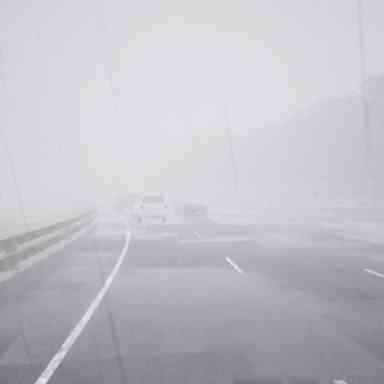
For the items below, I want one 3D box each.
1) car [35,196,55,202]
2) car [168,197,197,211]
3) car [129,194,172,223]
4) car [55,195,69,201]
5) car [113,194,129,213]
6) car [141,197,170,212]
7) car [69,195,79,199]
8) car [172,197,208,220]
[{"bbox_3d":[-34.174,1.596,76.083,4.902,1.511,2.128,-1,0,41],"label":"car"},{"bbox_3d":[-1.276,1.399,41.218,1.882,1.535,5.008,-1,0,-23],"label":"car"},{"bbox_3d":[-3.295,1.201,25.494,2.150,2.045,5.566,-1,0,-15],"label":"car"},{"bbox_3d":[-31.830,1.515,78.681,5.008,1.535,1.882,-1,0,41],"label":"car"},{"bbox_3d":[-7.574,1.222,38.145,2.150,2.045,5.566,-1,0,-23],"label":"car"},{"bbox_3d":[-4.441,1.452,39.726,2.128,1.511,4.902,-1,0,-23],"label":"car"},{"bbox_3d":[-29.235,1.505,81.086,4.892,1.490,1.837,-1,0,44],"label":"car"},{"bbox_3d":[-0.184,1.418,27.369,1.882,1.535,5.008,-1,0,-15],"label":"car"}]
